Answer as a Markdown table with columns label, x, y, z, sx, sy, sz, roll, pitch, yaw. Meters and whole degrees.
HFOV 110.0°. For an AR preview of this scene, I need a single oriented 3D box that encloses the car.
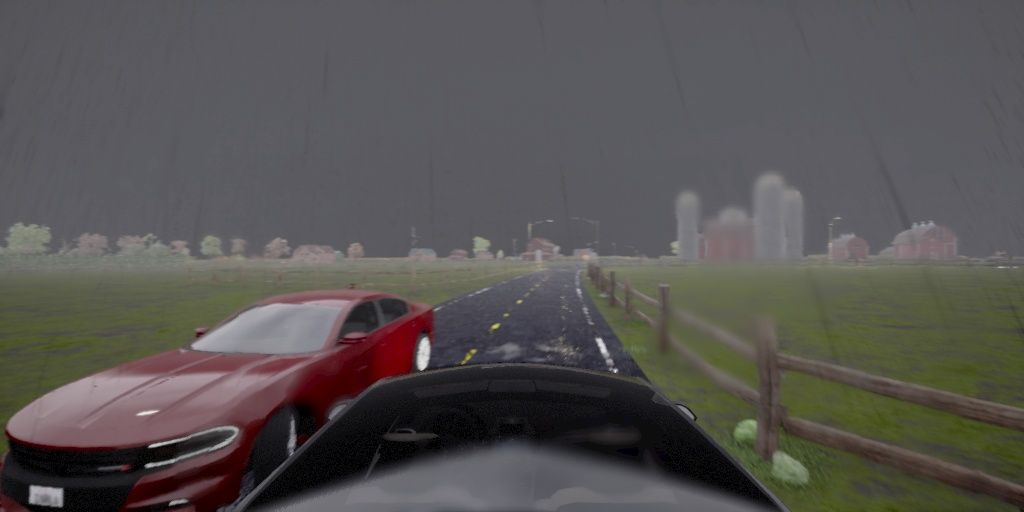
| label | x | y | z | sx | sy | sz | roll | pitch | yaw |
| --- | --- | --- | --- | --- | --- | --- | --- | --- | --- |
| car | -2.567 | 1.216 | 4.692 | 1.882 | 1.535 | 5.008 | 1 | 0 | 7 |
